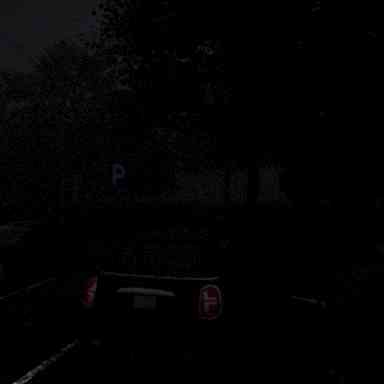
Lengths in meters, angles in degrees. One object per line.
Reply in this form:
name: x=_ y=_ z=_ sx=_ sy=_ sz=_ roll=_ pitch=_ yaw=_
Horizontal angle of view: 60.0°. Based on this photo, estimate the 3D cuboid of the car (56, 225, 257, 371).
car: x=-0.014 y=1.377 z=6.046 sx=2.185 sy=1.767 sz=4.553 roll=0 pitch=-1 yaw=15

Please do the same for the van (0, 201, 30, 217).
van: x=-7.294 y=1.319 z=11.286 sx=1.878 sy=1.987 sz=4.442 roll=0 pitch=-1 yaw=14

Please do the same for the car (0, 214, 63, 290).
car: x=-4.872 y=1.571 z=9.480 sx=2.002 sy=1.452 sz=4.674 roll=0 pitch=-1 yaw=15

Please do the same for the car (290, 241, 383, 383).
car: x=2.425 y=1.488 z=4.361 sx=2.231 sy=1.521 sz=4.892 roll=0 pitch=-1 yaw=15
